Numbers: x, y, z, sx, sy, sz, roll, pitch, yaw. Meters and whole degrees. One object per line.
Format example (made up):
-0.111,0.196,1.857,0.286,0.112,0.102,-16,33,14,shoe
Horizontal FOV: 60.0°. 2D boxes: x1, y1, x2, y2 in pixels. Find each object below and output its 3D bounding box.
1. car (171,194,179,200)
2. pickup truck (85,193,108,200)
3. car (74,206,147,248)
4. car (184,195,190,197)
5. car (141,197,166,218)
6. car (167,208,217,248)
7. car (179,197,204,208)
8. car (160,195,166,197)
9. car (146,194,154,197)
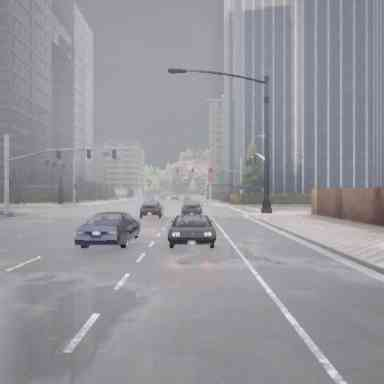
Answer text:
-4.691,1.494,88.574,1.812,1.442,4.674,0,0,-1,car
-24.787,1.056,86.835,2.390,2.098,6.274,0,0,30,pickup truck
-3.500,1.561,14.650,2.033,1.411,5.357,0,0,0,car
-1.192,1.513,88.663,2.033,1.411,5.357,0,0,-1,car
-3.538,1.515,29.671,1.837,1.490,4.892,0,0,-1,car
0.000,1.614,14.680,1.895,1.301,4.718,0,0,0,car
-0.038,1.515,29.715,1.837,1.490,4.892,0,0,-1,car
-8.270,1.537,93.564,1.994,1.385,4.181,0,0,-1,car
-11.770,1.339,93.538,2.097,1.767,4.553,0,0,-1,car
